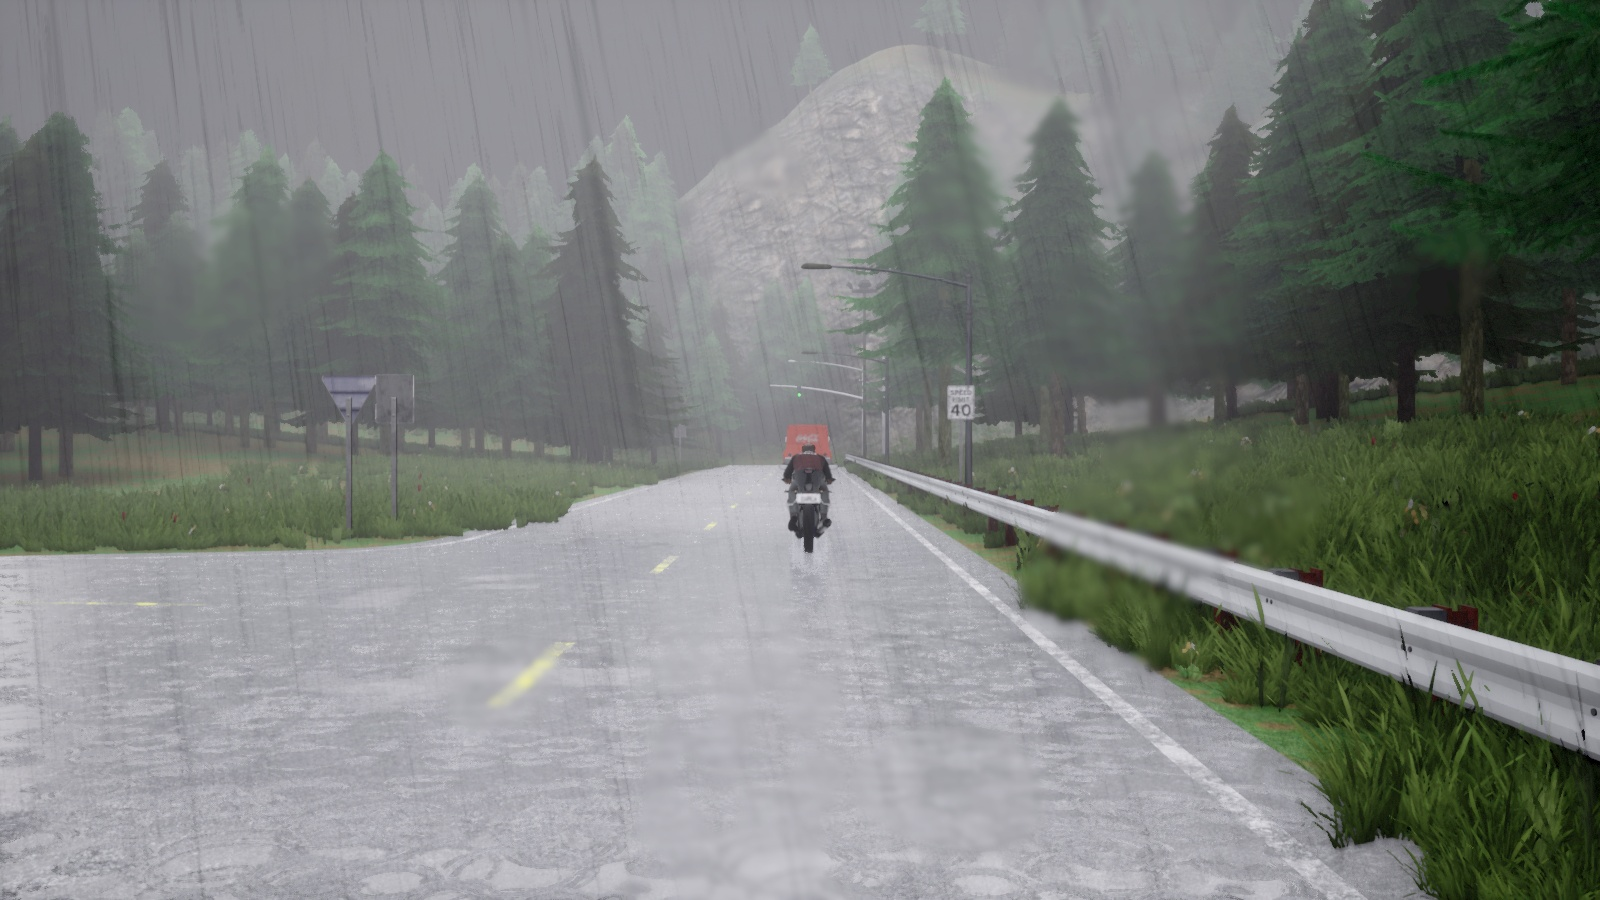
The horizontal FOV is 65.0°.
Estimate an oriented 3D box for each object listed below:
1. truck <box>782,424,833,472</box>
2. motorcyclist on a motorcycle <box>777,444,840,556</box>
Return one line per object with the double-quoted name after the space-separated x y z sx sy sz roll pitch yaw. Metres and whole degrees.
0.409 -0.127 67.991 2.627 2.467 5.204 0 0 0 "truck"
0.121 0.677 18.168 0.866 1.530 2.191 0 0 0 "motorcyclist on a motorcycle"
